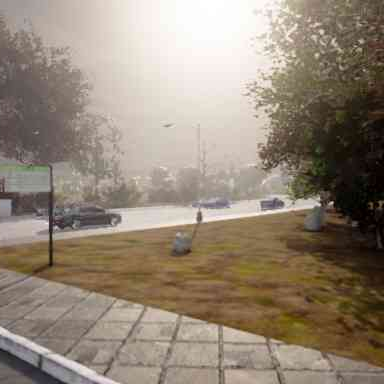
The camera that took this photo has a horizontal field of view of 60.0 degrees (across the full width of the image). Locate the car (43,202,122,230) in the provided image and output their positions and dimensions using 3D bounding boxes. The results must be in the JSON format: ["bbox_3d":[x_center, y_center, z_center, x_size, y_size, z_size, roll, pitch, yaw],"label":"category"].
[{"bbox_3d":[-6.923,1.638,22.111,1.837,1.490,4.892,0,0,39],"label":"car"}]

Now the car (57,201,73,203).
[{"bbox_3d":[-10.088,1.675,29.536,1.812,1.442,4.674,0,0,39],"label":"car"}]

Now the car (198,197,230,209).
[{"bbox_3d":[3.451,1.546,46.955,1.882,1.535,5.008,0,0,37],"label":"car"}]

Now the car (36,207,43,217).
[{"bbox_3d":[-12.442,1.662,32.201,2.128,1.511,4.902,0,0,39],"label":"car"}]

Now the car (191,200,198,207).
[{"bbox_3d":[1.723,1.643,50.491,1.994,1.385,4.181,0,0,36],"label":"car"}]

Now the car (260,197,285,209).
[{"bbox_3d":[11.041,1.484,45.356,1.882,1.535,5.008,0,0,36],"label":"car"}]
